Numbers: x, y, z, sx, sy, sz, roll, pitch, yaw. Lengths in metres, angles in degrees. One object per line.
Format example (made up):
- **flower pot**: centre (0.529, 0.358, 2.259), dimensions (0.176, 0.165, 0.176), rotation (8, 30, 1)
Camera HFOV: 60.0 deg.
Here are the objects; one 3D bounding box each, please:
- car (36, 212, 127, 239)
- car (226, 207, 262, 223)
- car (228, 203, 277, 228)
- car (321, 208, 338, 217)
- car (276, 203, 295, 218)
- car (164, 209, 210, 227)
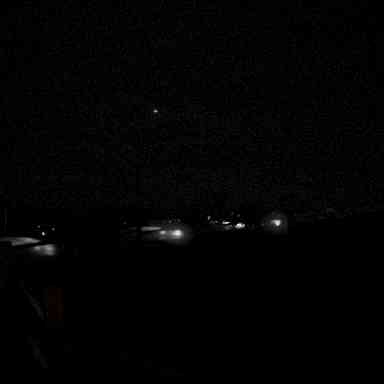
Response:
- **car**: centre (-6.297, 1.908, 19.770), dimensions (2.033, 1.411, 5.357), rotation (3, 0, 36)
- **car**: centre (5.785, 2.503, 36.508), dimensions (1.837, 1.490, 4.892), rotation (3, 0, 37)
- **car**: centre (5.661, 2.229, 31.315), dimensions (2.150, 2.045, 5.566), rotation (3, 0, 36)
- **car**: centre (22.983, 3.347, 55.361), dimensions (1.812, 1.442, 4.674), rotation (3, 1, 37)
- **car**: centre (12.048, 2.525, 45.126), dimensions (2.150, 2.045, 5.566), rotation (3, 0, 38)
- **car**: centre (-0.326, 2.185, 28.056), dimensions (1.837, 1.490, 4.892), rotation (3, 0, 36)
